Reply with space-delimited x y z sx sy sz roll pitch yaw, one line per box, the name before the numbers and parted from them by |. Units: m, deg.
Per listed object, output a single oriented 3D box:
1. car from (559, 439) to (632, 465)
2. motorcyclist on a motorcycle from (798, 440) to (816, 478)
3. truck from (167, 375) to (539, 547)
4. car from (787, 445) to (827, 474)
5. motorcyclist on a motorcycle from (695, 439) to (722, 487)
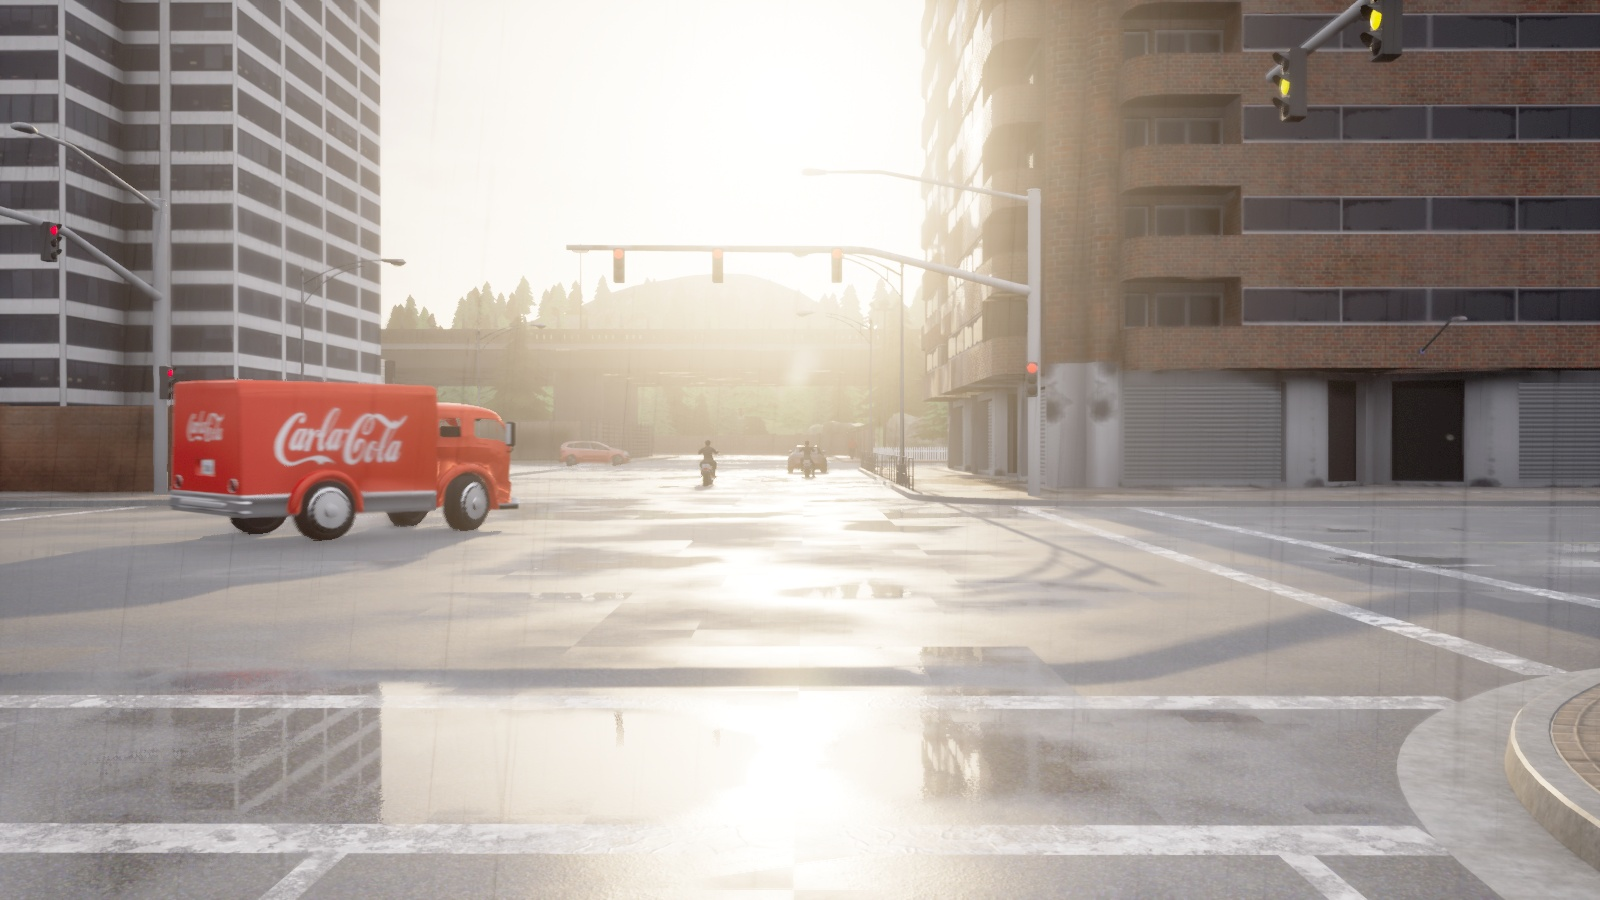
car | -13.194 0.115 81.107 4.611 1.667 2.242 0 0 -8
motorcyclist on a motorcycle | 0.320 0.386 55.093 0.766 1.649 2.350 0 0 1
truck | -7.279 0.133 20.919 2.627 2.467 5.204 1 1 40
car | 0.367 0.450 63.841 1.994 1.385 4.181 0 0 0
motorcyclist on a motorcycle | -3.238 0.443 44.482 0.766 1.649 2.350 0 0 0
